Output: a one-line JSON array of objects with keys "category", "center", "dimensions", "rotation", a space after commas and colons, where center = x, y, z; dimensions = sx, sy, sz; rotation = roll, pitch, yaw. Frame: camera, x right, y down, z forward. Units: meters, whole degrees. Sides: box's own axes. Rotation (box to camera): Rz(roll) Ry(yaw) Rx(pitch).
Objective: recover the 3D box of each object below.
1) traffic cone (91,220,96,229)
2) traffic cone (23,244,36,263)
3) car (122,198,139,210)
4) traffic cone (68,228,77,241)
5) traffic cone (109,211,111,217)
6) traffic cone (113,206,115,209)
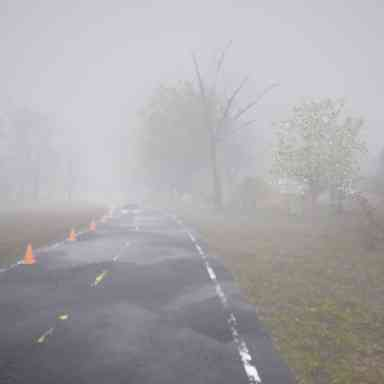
[{"category": "traffic cone", "center": [-6.116, 1.994, 20.571], "dimensions": [0.340, 0.580, 0.340], "rotation": [0, 0, -7]}, {"category": "traffic cone", "center": [-5.249, 1.981, 10.750], "dimensions": [0.340, 0.580, 0.340], "rotation": [0, 0, -4]}, {"category": "car", "center": [-8.431, 1.573, 45.418], "dimensions": [1.837, 1.490, 4.892], "rotation": [0, 0, -14]}, {"category": "traffic cone", "center": [-5.619, 1.988, 15.666], "dimensions": [0.340, 0.580, 0.340], "rotation": [0, 0, -5]}, {"category": "traffic cone", "center": [-7.489, 2.007, 30.334], "dimensions": [0.340, 0.580, 0.340], "rotation": [0, 0, -9]}, {"category": "traffic cone", "center": [-8.365, 2.013, 35.186], "dimensions": [0.340, 0.580, 0.340], "rotation": [0, 0, -11]}]
